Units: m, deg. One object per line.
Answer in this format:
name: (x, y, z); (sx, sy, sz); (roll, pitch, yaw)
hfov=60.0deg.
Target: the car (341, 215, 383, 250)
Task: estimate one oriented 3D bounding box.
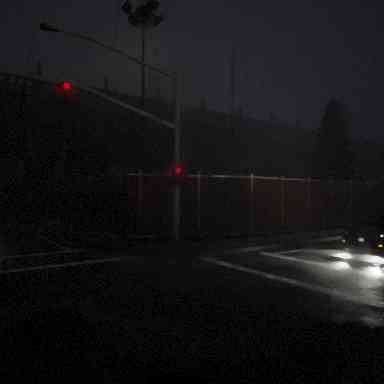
car: (8.229, 1.705, 14.159); (4.181, 1.385, 1.994); (1, 0, -35)
